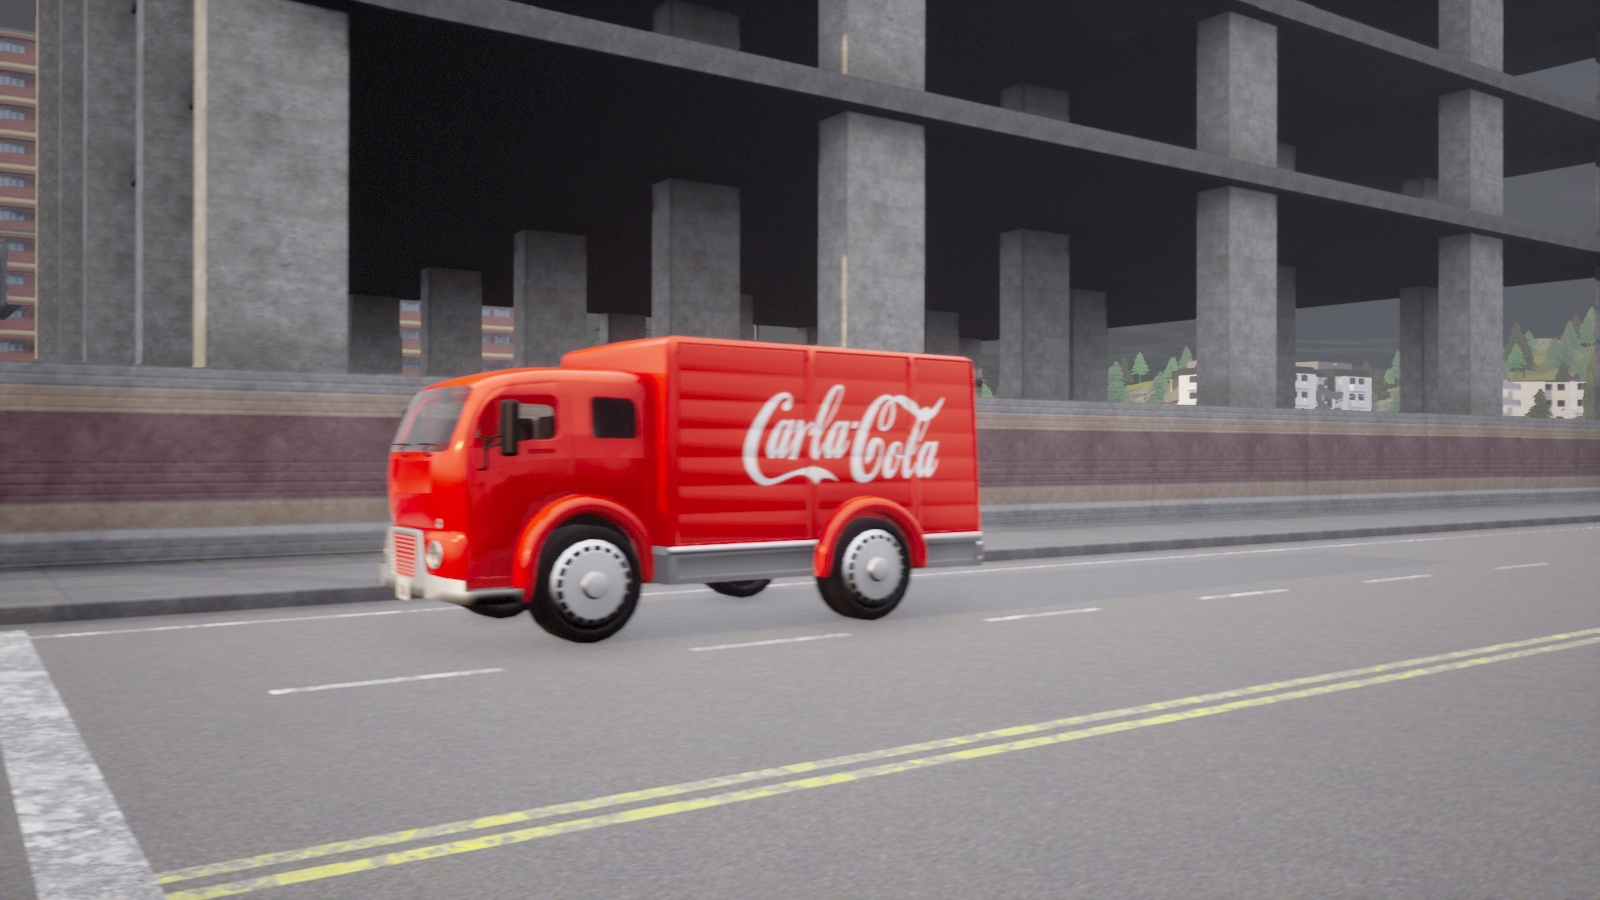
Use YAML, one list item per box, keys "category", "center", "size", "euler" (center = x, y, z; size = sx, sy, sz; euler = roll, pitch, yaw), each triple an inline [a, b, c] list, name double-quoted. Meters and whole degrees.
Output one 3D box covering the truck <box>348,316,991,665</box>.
- category: "truck"
  center: [-1.085, 0.288, 11.435]
  size: [5.204, 2.467, 2.627]
  euler: [0, 0, -35]
